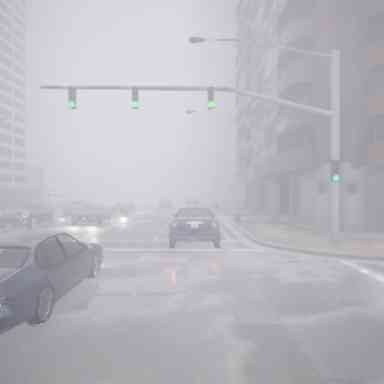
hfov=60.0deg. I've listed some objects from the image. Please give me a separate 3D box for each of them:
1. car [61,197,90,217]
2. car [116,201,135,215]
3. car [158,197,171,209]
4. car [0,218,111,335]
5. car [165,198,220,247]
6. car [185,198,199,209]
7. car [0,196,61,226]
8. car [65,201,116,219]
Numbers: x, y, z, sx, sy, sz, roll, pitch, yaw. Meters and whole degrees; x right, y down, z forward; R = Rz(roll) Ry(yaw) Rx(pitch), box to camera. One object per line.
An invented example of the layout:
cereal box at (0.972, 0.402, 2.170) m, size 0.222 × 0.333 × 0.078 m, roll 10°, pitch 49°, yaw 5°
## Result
car at (-10.573, 1.496, 31.444) m, size 1.837 × 1.490 × 4.892 m, roll 0°, pitch 0°, yaw 0°
car at (-7.067, 1.592, 33.728) m, size 1.895 × 1.301 × 4.718 m, roll 0°, pitch 0°, yaw 0°
car at (-3.466, 1.465, 44.642) m, size 1.882 × 1.535 × 5.008 m, roll 0°, pitch 0°, yaw 0°
car at (-3.400, 1.546, 7.030) m, size 2.033 × 1.411 × 5.357 m, roll 0°, pitch 0°, yaw 0°
car at (0.100, 1.348, 15.216) m, size 2.097 × 1.767 × 4.553 m, roll 0°, pitch 0°, yaw 0°
car at (0.029, 1.552, 47.030) m, size 1.994 × 1.385 × 4.181 m, roll 0°, pitch 0°, yaw 1°
car at (-10.595, 1.346, 21.499) m, size 2.097 × 1.767 × 4.553 m, roll 0°, pitch 0°, yaw 0°
car at (-7.093, 1.558, 23.767) m, size 1.994 × 1.385 × 4.181 m, roll 0°, pitch 0°, yaw 0°
